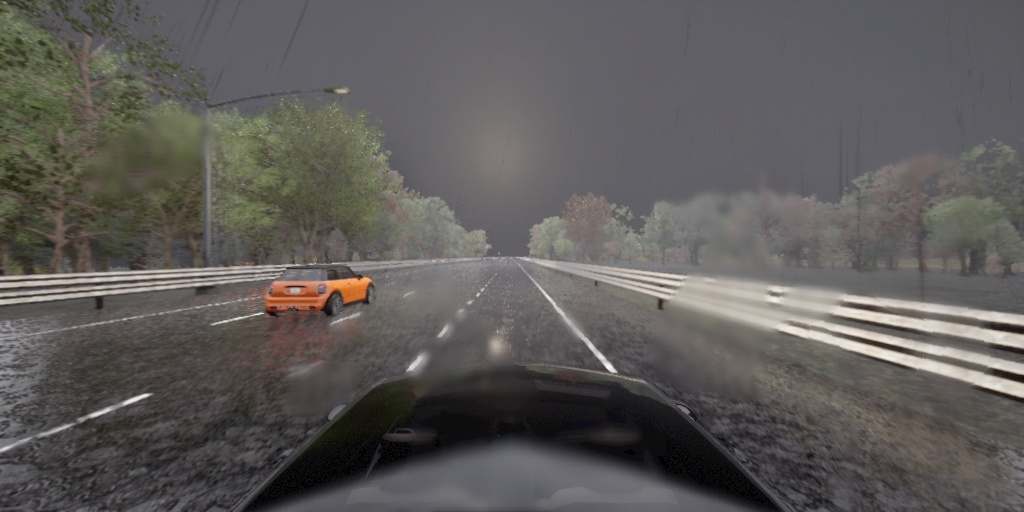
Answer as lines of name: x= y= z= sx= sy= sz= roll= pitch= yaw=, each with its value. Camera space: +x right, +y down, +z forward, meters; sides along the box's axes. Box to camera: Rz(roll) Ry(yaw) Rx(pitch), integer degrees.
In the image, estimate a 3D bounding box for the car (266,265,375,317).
car: x=-6.764 y=1.089 z=13.256 sx=2.097 sy=1.767 sz=4.553 roll=0 pitch=0 yaw=-1
